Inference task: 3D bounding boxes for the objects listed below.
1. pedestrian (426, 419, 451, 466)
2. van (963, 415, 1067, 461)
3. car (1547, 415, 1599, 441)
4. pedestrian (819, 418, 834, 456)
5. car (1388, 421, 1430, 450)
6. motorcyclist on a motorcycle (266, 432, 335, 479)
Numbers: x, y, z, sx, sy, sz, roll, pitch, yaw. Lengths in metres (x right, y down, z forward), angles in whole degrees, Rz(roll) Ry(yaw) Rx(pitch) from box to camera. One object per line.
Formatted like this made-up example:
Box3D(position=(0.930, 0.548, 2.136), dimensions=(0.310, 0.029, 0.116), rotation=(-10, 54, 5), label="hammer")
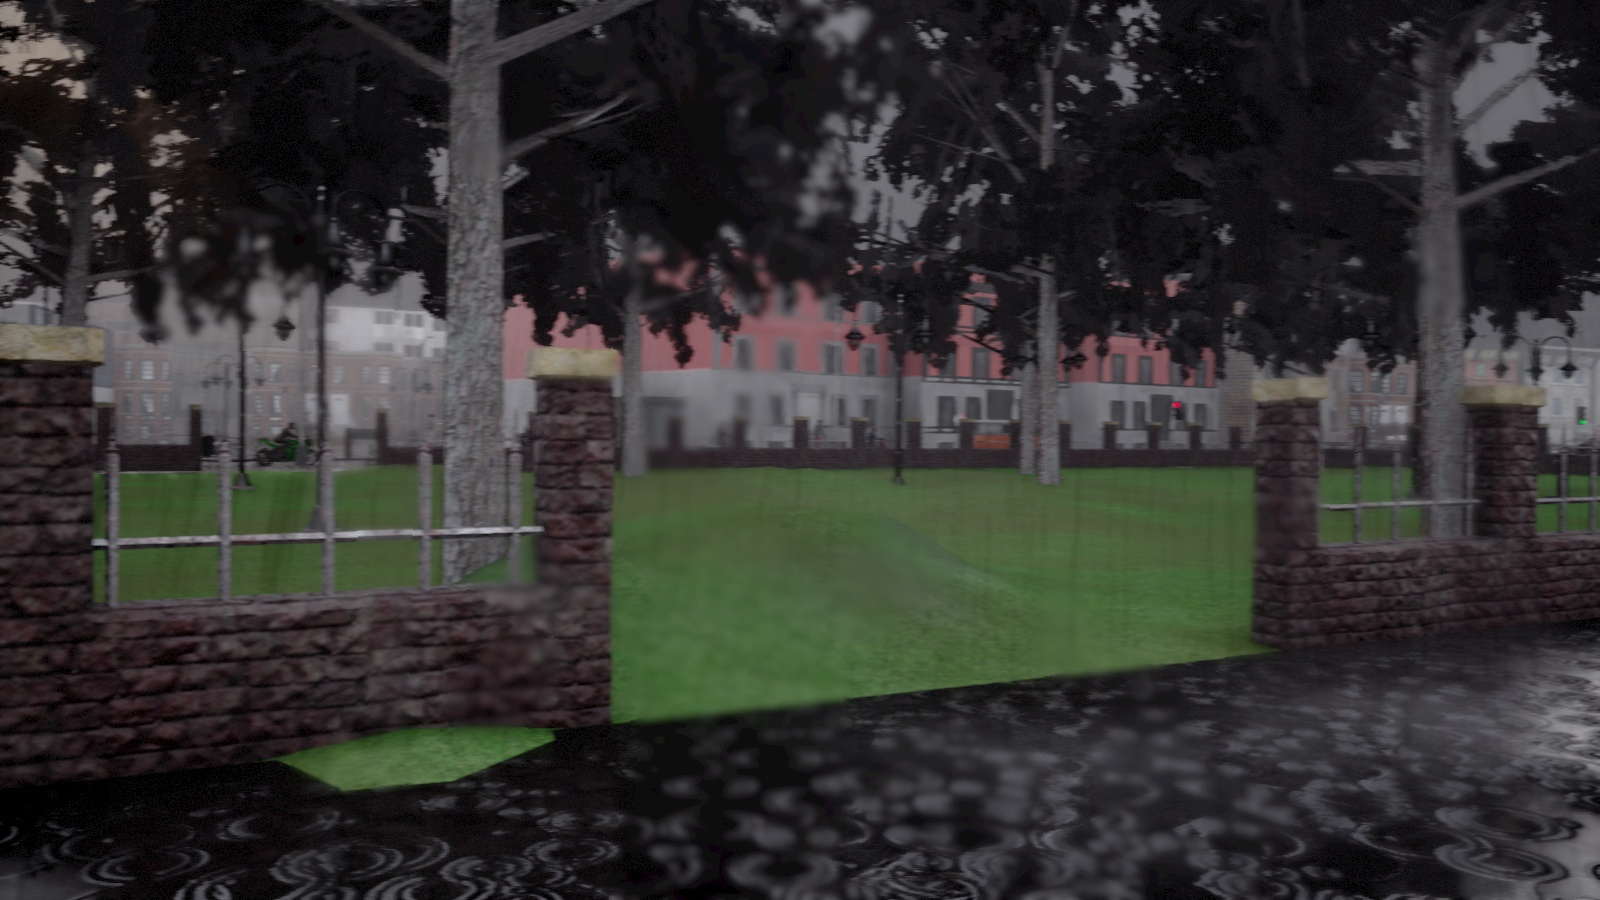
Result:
Box3D(position=(-15.182, -0.306, 52.777), dimensions=(0.873, 1.952, 0.659), rotation=(-1, 1, -25), label="pedestrian")
Box3D(position=(9.653, -0.574, 56.278), dimensions=(4.442, 1.987, 1.775), rotation=(-1, 1, -28), label="van")
Box3D(position=(52.457, -1.478, 83.851), dimensions=(5.027, 1.651, 2.152), rotation=(-1, 1, -28), label="car")
Box3D(position=(1.313, -0.638, 61.954), dimensions=(0.614, 1.847, 0.353), rotation=(-1, 1, -28), label="pedestrian")
Box3D(position=(32.995, -0.798, 68.126), dimensions=(1.882, 1.535, 5.008), rotation=(-1, 1, 24), label="car")
Box3D(position=(-16.725, 0.177, 42.064), dimensions=(2.044, 1.523, 0.797), rotation=(-1, 1, -28), label="motorcyclist on a motorcycle")
